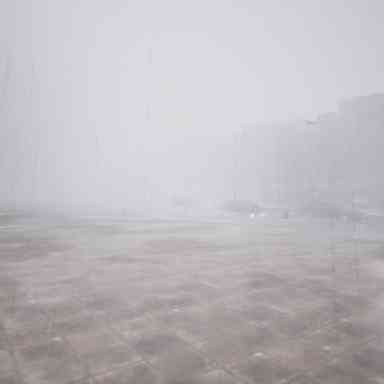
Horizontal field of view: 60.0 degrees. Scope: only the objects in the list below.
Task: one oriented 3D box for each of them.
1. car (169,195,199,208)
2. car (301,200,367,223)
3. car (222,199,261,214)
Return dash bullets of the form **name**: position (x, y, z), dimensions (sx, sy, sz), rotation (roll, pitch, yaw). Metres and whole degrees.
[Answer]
- **car**: position (-1.006, 1.190, 41.755), dimensions (2.128, 1.511, 4.902), rotation (-2, 2, -35)
- **car**: position (10.646, 1.427, 25.251), dimensions (1.837, 1.490, 4.892), rotation (-2, 2, -35)
- **car**: position (4.906, 1.377, 33.372), dimensions (1.994, 1.385, 4.181), rotation (-2, 2, -36)
